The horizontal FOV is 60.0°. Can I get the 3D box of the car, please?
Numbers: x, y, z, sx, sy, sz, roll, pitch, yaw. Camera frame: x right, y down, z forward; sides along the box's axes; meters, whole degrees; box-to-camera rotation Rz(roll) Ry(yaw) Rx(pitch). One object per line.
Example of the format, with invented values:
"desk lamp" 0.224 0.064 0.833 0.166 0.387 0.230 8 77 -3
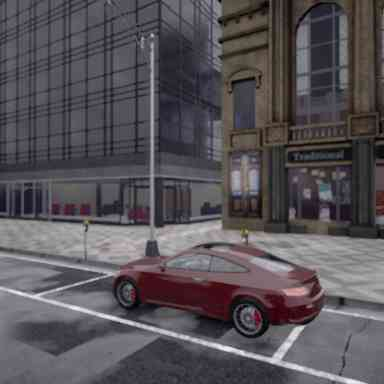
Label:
"car" 0.308 1.646 6.482 4.206 1.307 1.802 -1 0 32
